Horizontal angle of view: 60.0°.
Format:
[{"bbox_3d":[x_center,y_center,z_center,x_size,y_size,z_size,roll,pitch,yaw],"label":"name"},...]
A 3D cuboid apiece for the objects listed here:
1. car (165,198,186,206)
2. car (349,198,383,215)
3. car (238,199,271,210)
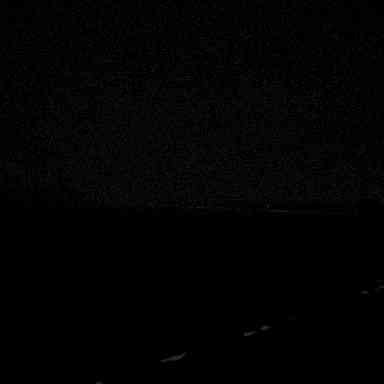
[{"bbox_3d":[-3.077,1.883,61.178,2.128,1.511,4.902,1,-1,-36],"label":"car"},{"bbox_3d":[17.831,1.406,32.191,2.097,1.767,4.553,1,-1,-37],"label":"car"},{"bbox_3d":[8.437,1.674,45.118,2.128,1.511,4.902,1,-1,-36],"label":"car"}]
